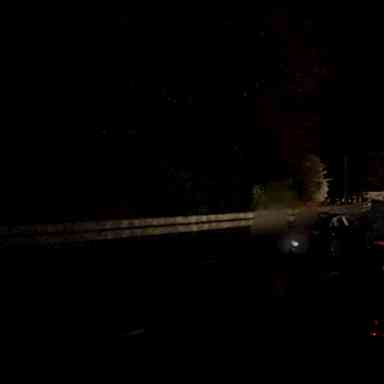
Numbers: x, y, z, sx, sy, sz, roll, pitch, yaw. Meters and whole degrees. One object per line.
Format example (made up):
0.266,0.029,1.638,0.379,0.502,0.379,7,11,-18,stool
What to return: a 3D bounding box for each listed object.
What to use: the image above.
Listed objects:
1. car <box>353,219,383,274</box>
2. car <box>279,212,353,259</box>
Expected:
6.870,1.533,9.621,4.902,1.511,2.128,0,0,-41,car
5.326,1.549,12.908,4.902,1.511,2.128,0,0,-41,car
